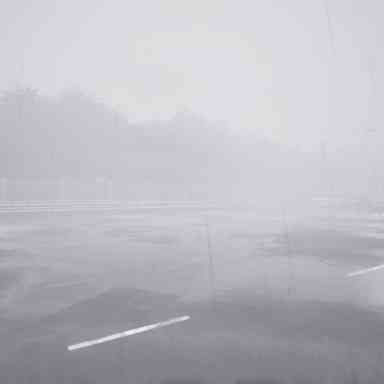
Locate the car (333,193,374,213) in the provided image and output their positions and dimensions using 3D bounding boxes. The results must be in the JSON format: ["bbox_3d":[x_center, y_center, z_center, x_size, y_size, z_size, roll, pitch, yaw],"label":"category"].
[{"bbox_3d":[19.467,1.295,39.152,5.566,2.045,2.150,1,0,-37],"label":"car"}]

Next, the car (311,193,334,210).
[{"bbox_3d":[17.351,1.143,41.989,5.566,2.045,2.150,1,-2,-36],"label":"car"}]

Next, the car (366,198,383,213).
[{"bbox_3d":[21.196,1.657,36.077,4.181,1.385,1.994,1,0,-37],"label":"car"}]
